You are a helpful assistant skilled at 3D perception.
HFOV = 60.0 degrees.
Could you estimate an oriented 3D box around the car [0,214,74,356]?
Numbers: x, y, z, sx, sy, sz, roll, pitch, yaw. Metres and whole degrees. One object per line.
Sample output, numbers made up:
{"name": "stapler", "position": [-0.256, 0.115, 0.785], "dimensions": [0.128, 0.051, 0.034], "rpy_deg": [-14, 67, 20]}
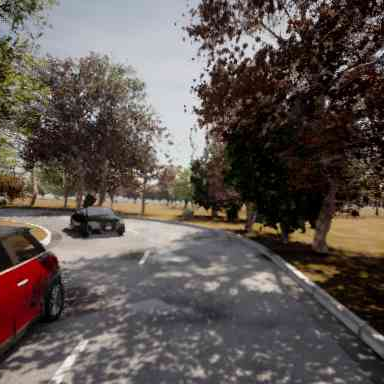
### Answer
{"name": "car", "position": [-3.370, 1.337, 4.137], "dimensions": [2.097, 1.767, 4.553], "rpy_deg": [0, 0, 0]}

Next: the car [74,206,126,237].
{"name": "car", "position": [-4.959, 1.444, 17.324], "dimensions": [1.994, 1.385, 4.181], "rpy_deg": [1, 1, -32]}
